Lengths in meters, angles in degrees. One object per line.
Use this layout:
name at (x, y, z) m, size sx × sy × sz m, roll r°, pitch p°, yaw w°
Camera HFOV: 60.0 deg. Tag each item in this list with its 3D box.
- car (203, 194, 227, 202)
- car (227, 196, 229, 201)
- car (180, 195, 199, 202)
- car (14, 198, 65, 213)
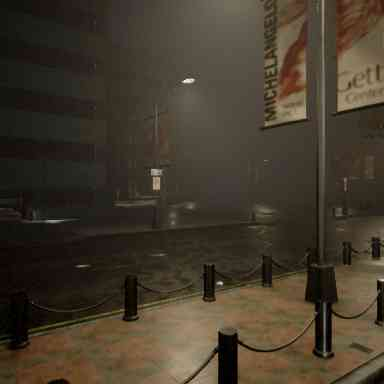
car at (5.012, 1.507, 79.624) m, size 4.902 × 1.511 × 2.128 m, roll 0°, pitch 0°, yaw 33°
car at (6.934, 1.337, 82.550) m, size 4.553 × 1.767 × 2.097 m, roll 0°, pitch 0°, yaw 33°
car at (-0.684, 1.517, 78.977) m, size 4.674 × 1.442 × 1.812 m, roll 0°, pitch 0°, yaw 30°
car at (-14.564, 1.317, 32.114) m, size 4.674 × 1.452 × 2.002 m, roll 0°, pitch 0°, yaw -36°
